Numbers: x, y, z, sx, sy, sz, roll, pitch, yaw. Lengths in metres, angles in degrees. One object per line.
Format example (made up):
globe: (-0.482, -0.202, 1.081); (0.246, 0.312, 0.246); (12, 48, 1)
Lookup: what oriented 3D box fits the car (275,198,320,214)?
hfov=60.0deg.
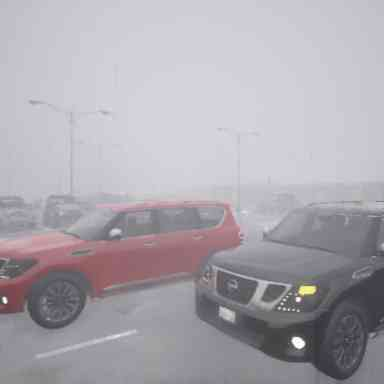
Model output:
car: (10.528, 1.343, 33.416); (1.970, 1.475, 3.806); (0, 0, -36)

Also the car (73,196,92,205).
car: (-17.583, 1.313, 53.242); (1.784, 1.438, 3.905); (0, 0, -36)

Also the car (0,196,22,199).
car: (-10.077, 1.139, 18.540); (1.932, 1.855, 4.605); (0, 0, -36)

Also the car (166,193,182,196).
car: (-2.112, 1.097, 45.908); (1.932, 1.855, 4.605); (0, 0, -36)

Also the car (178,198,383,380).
car: (2.719, 1.212, 5.835); (5.566, 2.045, 2.150); (0, 0, -35)

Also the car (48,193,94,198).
car: (-7.700, 1.138, 20.192); (1.905, 1.878, 3.866); (0, 0, -36)

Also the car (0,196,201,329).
car: (-1.317, 1.214, 7.286); (5.566, 2.045, 2.150); (0, 0, -35)

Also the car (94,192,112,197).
car: (-15.439, 1.098, 54.856); (1.932, 1.855, 4.605); (0, 0, -36)

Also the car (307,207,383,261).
car: (6.862, 1.455, 12.944); (5.008, 1.535, 1.882); (0, 0, -34)

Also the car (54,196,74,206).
car: (-19.929, 1.349, 51.545); (1.970, 1.475, 3.806); (0, 0, -36)

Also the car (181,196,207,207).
car: (0.272, 1.303, 47.555); (1.784, 1.438, 3.905); (0, 0, -36)

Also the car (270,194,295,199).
car: (8.176, 1.108, 31.727); (1.905, 1.878, 3.866); (0, 0, -36)

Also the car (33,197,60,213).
car: (-15.748, 1.365, 35.929); (1.970, 1.475, 3.806); (0, 0, -36)
